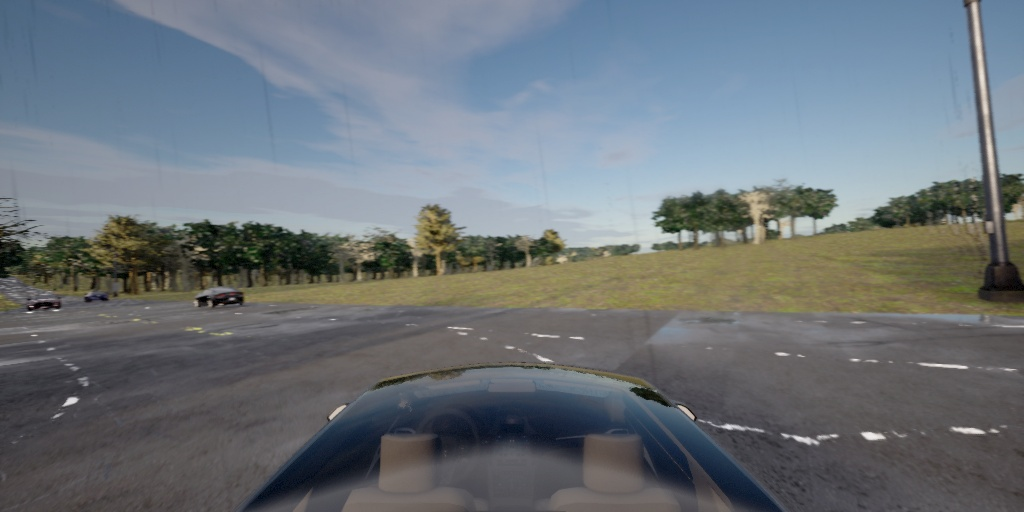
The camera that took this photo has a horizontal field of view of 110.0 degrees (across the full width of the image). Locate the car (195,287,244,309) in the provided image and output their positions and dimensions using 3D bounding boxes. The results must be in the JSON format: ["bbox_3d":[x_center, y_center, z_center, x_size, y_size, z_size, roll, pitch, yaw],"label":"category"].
[{"bbox_3d":[-22.105,3.109,27.057,5.008,1.535,1.882,-5,-3,34],"label":"car"}]

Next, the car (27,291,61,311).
[{"bbox_3d":[-50.183,4.892,38.531,4.553,1.767,2.097,-5,-3,40],"label":"car"}]
